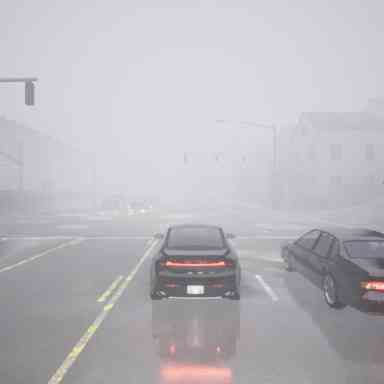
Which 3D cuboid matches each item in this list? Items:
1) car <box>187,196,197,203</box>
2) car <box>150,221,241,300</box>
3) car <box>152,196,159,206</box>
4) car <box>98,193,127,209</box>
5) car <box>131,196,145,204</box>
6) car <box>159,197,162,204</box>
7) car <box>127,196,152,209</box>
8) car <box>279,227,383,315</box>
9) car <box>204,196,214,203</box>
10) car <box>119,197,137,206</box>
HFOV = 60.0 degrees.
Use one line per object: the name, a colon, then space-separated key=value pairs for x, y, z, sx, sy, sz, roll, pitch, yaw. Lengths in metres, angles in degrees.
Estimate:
car: x=0.007 y=1.547 z=69.151 sx=2.033 sy=1.411 sz=5.357 roll=0 pitch=0 yaw=0
car: x=0.076 y=1.505 z=8.384 sx=1.837 sy=1.490 sz=4.892 roll=0 pitch=0 yaw=0
car: x=-7.085 y=1.505 z=54.619 sx=1.837 sy=1.490 sz=4.892 roll=0 pitch=0 yaw=0
car: x=-10.596 y=1.221 z=44.950 sx=2.150 sy=2.045 sz=5.566 roll=0 pitch=0 yaw=0
car: x=-10.527 y=1.505 z=65.388 sx=1.837 sy=1.490 sz=4.892 roll=0 pitch=0 yaw=0
car: x=-7.032 y=1.547 z=65.030 sx=2.033 sy=1.411 sz=5.357 roll=0 pitch=0 yaw=1
car: x=-7.094 y=1.477 z=45.164 sx=1.882 sy=1.535 sz=5.008 roll=0 pitch=0 yaw=0
car: x=3.576 y=1.547 z=7.808 sx=2.033 sy=1.411 sz=5.357 roll=0 pitch=0 yaw=0
car: x=3.505 y=1.545 z=69.150 sx=2.033 sy=1.411 sz=5.357 roll=0 pitch=0 yaw=0
car: x=-10.582 y=1.547 z=55.196 sx=2.033 sy=1.411 sz=5.357 roll=0 pitch=0 yaw=0
